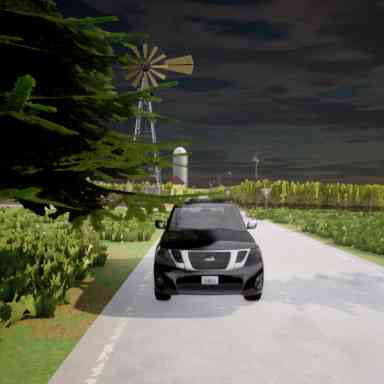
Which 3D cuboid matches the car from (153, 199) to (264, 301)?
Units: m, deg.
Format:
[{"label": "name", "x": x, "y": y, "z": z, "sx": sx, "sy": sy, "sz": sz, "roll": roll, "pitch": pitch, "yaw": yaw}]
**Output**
[{"label": "car", "x": 0.336, "y": 1.221, "z": 8.697, "sx": 2.150, "sy": 2.045, "sz": 5.566, "roll": 0, "pitch": 0, "yaw": 0}]
